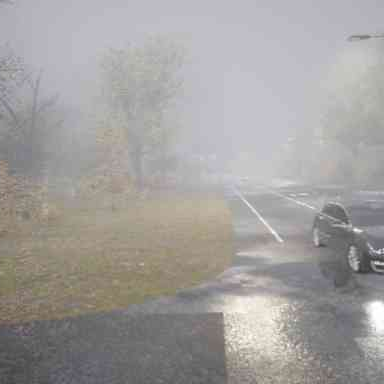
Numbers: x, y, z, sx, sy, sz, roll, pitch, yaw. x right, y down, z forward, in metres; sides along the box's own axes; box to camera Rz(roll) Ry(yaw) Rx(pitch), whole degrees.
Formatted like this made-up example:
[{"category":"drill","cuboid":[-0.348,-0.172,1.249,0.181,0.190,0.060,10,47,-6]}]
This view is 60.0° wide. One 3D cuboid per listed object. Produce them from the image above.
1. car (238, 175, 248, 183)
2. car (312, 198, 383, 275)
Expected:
[{"category":"car","cuboid":[10.696,-2.817,69.205,1.882,1.535,5.008,-3,3,11]},{"category":"car","cuboid":[4.529,0.964,8.642,1.837,1.490,4.892,-3,2,5]}]
